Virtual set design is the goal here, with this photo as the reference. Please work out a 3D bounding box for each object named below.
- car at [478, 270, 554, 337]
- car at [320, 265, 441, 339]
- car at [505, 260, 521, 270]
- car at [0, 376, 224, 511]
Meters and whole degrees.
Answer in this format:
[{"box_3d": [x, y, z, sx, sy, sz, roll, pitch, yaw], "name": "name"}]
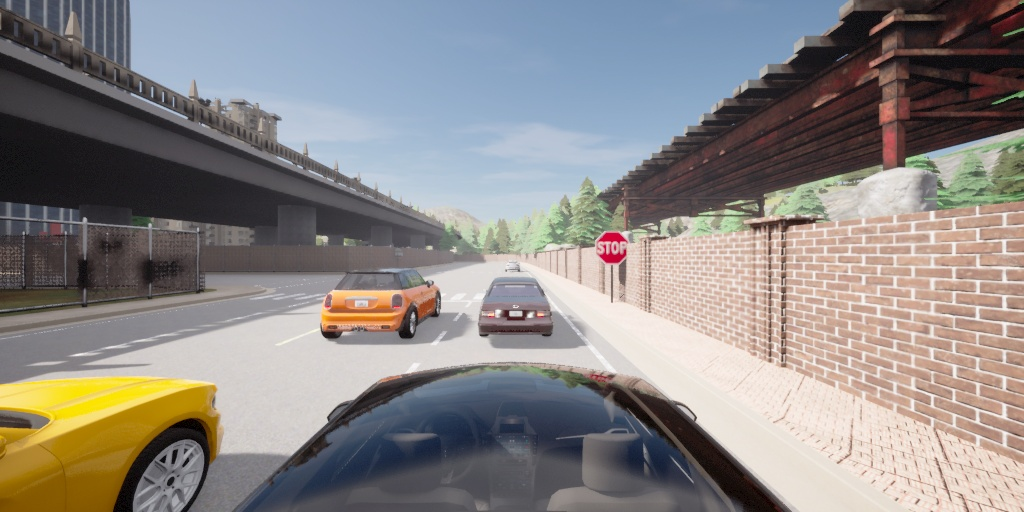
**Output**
[{"box_3d": [0.082, 1.297, 10.284, 2.033, 1.411, 5.357, 0, 0, 0], "name": "car"}, {"box_3d": [-3.419, 1.102, 10.262, 2.097, 1.767, 4.553, 0, 0, 0], "name": "car"}, {"box_3d": [0.082, 1.276, 46.167, 1.812, 1.442, 4.674, 0, 0, -1], "name": "car"}, {"box_3d": [-3.396, 1.228, 1.005, 1.882, 1.535, 5.008, 0, 0, 0], "name": "car"}]
